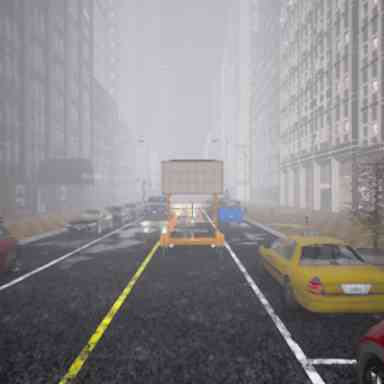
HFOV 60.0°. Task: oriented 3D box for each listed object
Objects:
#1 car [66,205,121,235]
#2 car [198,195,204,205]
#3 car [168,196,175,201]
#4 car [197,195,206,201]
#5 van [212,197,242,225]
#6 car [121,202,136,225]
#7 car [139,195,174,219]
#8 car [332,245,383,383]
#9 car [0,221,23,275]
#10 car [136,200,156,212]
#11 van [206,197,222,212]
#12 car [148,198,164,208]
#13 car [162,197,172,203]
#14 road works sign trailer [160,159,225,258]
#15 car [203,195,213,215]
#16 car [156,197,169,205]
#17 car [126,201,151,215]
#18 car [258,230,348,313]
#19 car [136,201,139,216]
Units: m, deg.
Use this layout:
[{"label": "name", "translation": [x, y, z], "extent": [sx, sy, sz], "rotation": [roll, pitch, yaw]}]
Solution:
[{"label": "car", "translation": [-5.698, 1.618, 18.944], "extent": [2.008, 1.369, 4.403], "rotation": [-1, 0, 0]}, {"label": "car", "translation": [2.681, 1.779, 64.413], "extent": [2.008, 1.369, 4.403], "rotation": [-1, 0, 0]}, {"label": "car", "translation": [-5.700, 1.851, 92.661], "extent": [1.752, 1.417, 4.829], "rotation": [-1, 0, 0]}, {"label": "car", "translation": [2.678, 1.641, 92.833], "extent": [2.192, 1.841, 5.009], "rotation": [-1, 0, 0]}, {"label": "van", "translation": [2.681, 1.429, 24.629], "extent": [1.690, 1.788, 3.998], "rotation": [-1, 0, 0]}, {"label": "car", "translation": [-5.698, 1.654, 24.628], "extent": [1.947, 1.339, 4.313], "rotation": [-1, 0, 0]}, {"label": "car", "translation": [-3.099, 1.329, 30.400], "extent": [2.150, 2.045, 5.566], "rotation": [0, 0, 0]}, {"label": "car", "translation": [2.682, 1.447, 1.894], "extent": [1.967, 1.590, 4.097], "rotation": [-1, 0, 0]}, {"label": "car", "translation": [-5.698, 1.468, 7.578], "extent": [1.967, 1.590, 4.097], "rotation": [-1, 0, 0]}, {"label": "car", "translation": [-5.698, 1.730, 41.679], "extent": [1.802, 1.307, 4.206], "rotation": [-1, 0, 0]}, {"label": "van", "translation": [2.680, 1.489, 41.680], "extent": [1.690, 1.788, 3.998], "rotation": [-1, 0, 0]}, {"label": "car", "translation": [-5.699, 1.739, 53.046], "extent": [2.008, 1.369, 4.403], "rotation": [-1, 0, 0]}, {"label": "car", "translation": [-5.699, 1.849, 75.780], "extent": [1.802, 1.307, 4.206], "rotation": [-1, 0, 0]}, {"label": "road works sign trailer", "translation": [0.016, 0.511, 12.998], "extent": [2.380, 3.560, 2.880], "rotation": [0, 0, 0]}, {"label": "car", "translation": [2.680, 1.443, 35.996], "extent": [2.192, 1.841, 5.009], "rotation": [-1, 0, 0]}, {"label": "car", "translation": [-5.699, 1.779, 64.413], "extent": [2.008, 1.369, 4.403], "rotation": [-1, 0, 0]}, {"label": "car", "translation": [-5.699, 1.679, 35.995], "extent": [2.008, 1.369, 4.403], "rotation": [-1, 0, 0]}, {"label": "car", "translation": [2.683, 1.553, 7.747], "extent": [1.752, 1.417, 4.829], "rotation": [-1, 0, 0]}, {"label": "car", "translation": [-5.698, 1.653, 30.311], "extent": [1.887, 1.381, 4.507], "rotation": [-1, 0, 0]}]
